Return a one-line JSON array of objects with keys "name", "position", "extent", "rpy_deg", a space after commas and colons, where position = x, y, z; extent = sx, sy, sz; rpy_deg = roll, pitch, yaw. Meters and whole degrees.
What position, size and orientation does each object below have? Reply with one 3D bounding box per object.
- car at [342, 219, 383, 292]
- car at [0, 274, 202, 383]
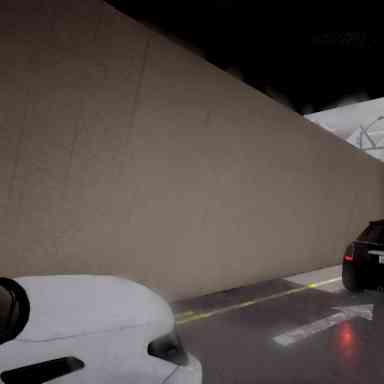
[{"name": "car", "position": [5.521, 1.352, 7.702], "extent": [4.553, 1.767, 2.097], "rpy_deg": [0, 0, -36]}, {"name": "car", "position": [-2.573, 1.221, 1.953], "extent": [5.566, 2.045, 2.150], "rpy_deg": [0, 0, -35]}]
